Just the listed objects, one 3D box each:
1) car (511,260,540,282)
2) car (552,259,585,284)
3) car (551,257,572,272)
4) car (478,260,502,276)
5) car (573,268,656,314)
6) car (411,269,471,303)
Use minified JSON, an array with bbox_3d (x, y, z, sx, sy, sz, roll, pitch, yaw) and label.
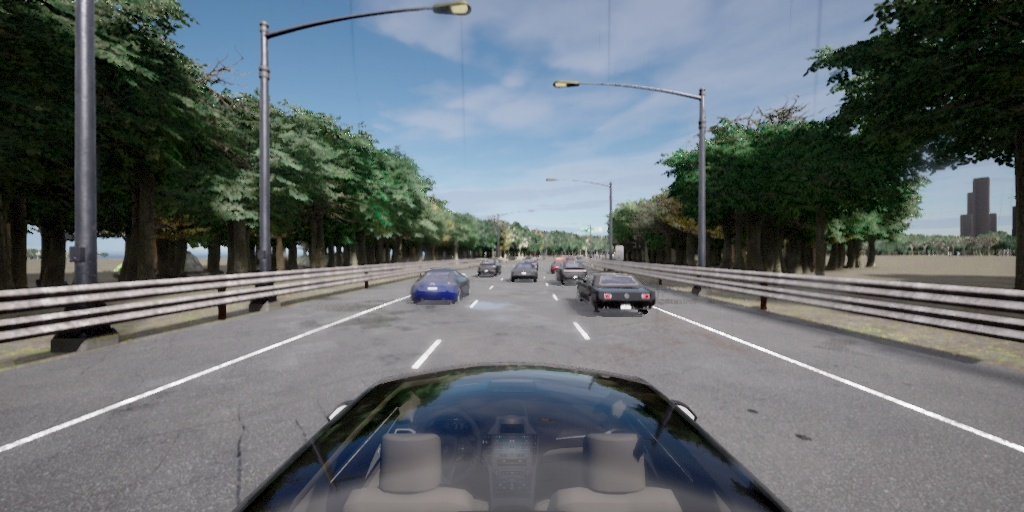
[{"bbox_3d":[1.003,1.218,27.966,1.994,1.385,4.181,0,0,4],"label":"car"},{"bbox_3d":[4.234,1.156,25.541,2.128,1.511,4.902,0,0,3],"label":"car"},{"bbox_3d":[5.364,1.168,39.905,1.994,1.385,4.181,0,0,6],"label":"car"},{"bbox_3d":[-2.052,1.119,34.200,2.128,1.511,4.902,0,0,5],"label":"car"},{"bbox_3d":[3.686,1.309,13.581,1.895,1.301,4.718,0,0,2],"label":"car"},{"bbox_3d":[-3.095,1.262,16.254,1.994,1.385,4.181,0,0,2],"label":"car"}]
